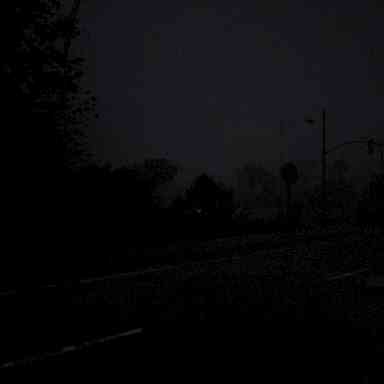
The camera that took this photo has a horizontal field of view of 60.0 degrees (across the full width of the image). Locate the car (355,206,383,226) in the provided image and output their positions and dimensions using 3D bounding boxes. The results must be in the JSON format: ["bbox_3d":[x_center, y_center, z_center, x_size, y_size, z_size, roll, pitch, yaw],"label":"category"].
[{"bbox_3d":[13.140,1.591,21.186,1.895,1.301,4.718,0,0,-32],"label":"car"}]
